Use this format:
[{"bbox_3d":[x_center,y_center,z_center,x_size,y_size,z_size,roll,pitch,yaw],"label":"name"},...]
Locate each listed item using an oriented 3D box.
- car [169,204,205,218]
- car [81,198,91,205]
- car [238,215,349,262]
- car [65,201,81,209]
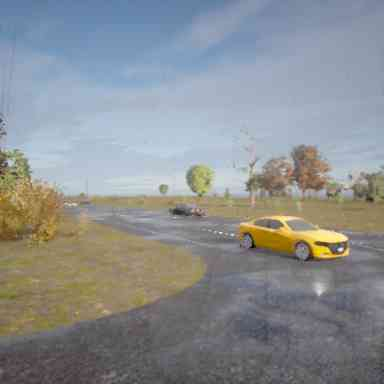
[{"bbox_3d":[-0.614,1.968,35.773,2.033,1.411,5.357,0,0,-30],"label":"car"},{"bbox_3d":[-25.303,2.269,78.969,2.128,1.511,4.902,0,0,-30],"label":"car"},{"bbox_3d":[3.932,1.743,13.724,1.882,1.535,5.008,0,-1,-30],"label":"car"},{"bbox_3d":[-21.112,2.196,57.434,1.895,1.301,4.718,0,0,-29],"label":"car"}]
